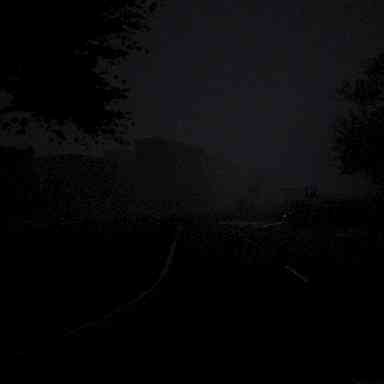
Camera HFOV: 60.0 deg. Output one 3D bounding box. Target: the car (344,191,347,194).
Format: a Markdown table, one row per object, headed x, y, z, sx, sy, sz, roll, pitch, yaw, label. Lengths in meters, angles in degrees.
| x | y | z | sx | sy | sz | roll | pitch | yaw | label |
| --- | --- | --- | --- | --- | --- | --- | --- | --- | --- |
| 35.405 | 1.100 | 83.465 | 5.008 | 1.535 | 2.097 | -1 | 0 | 36 | car |

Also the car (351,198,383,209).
| x | y | z | sx | sy | sz | roll | pitch | yaw | label |
| --- | --- | --- | --- | --- | --- | --- | --- | --- | --- |
| 25.359 | 1.611 | 47.164 | 4.674 | 1.452 | 2.002 | -1 | 0 | 36 | car |

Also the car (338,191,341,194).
| x | y | z | sx | sy | sz | roll | pitch | yaw | label |
| --- | --- | --- | --- | --- | --- | --- | --- | --- | --- |
| 32.134 | 1.250 | 78.914 | 4.674 | 1.452 | 2.002 | -1 | 0 | 36 | car |

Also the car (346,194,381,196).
| x | y | z | sx | sy | sz | roll | pitch | yaw | label |
| --- | --- | --- | --- | --- | --- | --- | --- | --- | --- |
| 23.759 | 1.500 | 44.893 | 4.553 | 1.767 | 2.185 | -1 | 0 | 36 | car |

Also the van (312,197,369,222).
| x | y | z | sx | sy | sz | roll | pitch | yaw | label |
| --- | --- | --- | --- | --- | --- | --- | --- | --- | --- |
| 13.900 | 1.739 | 31.476 | 4.442 | 1.987 | 1.878 | -1 | 0 | 36 | van |

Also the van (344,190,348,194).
| x | y | z | sx | sy | sz | roll | pitch | yaw | label |
| --- | --- | --- | --- | --- | --- | --- | --- | --- | --- |
| 36.951 | 0.820 | 85.805 | 4.442 | 1.987 | 1.878 | -1 | 0 | 36 | van |

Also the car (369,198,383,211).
| x | y | z | sx | sy | sz | roll | pitch | yaw | label |
| --- | --- | --- | --- | --- | --- | --- | --- | --- | --- |
| 18.893 | 1.822 | 38.143 | 4.792 | 1.488 | 2.163 | -1 | 0 | 36 | car |

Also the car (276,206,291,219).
| x | y | z | sx | sy | sz | roll | pitch | yaw | label |
| --- | --- | --- | --- | --- | --- | --- | --- | --- | --- |
| 10.844 | 2.136 | 35.808 | 1.895 | 1.301 | 4.718 | -1 | 1 | 37 | car |

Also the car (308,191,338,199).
| x | y | z | sx | sy | sz | roll | pitch | yaw | label |
| --- | --- | --- | --- | --- | --- | --- | --- | --- | --- |
| 28.823 | 1.068 | 74.383 | 5.566 | 2.045 | 2.435 | -1 | 0 | 36 | car |

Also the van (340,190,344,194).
| x | y | z | sx | sy | sz | roll | pitch | yaw | label |
| --- | --- | --- | --- | --- | --- | --- | --- | --- | --- |
| 33.859 | 0.927 | 81.119 | 4.442 | 1.987 | 1.878 | -1 | 0 | 36 | van |

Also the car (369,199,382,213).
| x | y | z | sx | sy | sz | roll | pitch | yaw | label |
| --- | --- | --- | --- | --- | --- | --- | --- | --- | --- |
| 17.096 | 1.849 | 36.019 | 5.366 | 1.575 | 1.946 | -1 | 0 | 36 | car |

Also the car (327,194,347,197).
| x | y | z | sx | sy | sz | roll | pitch | yaw | label |
| --- | --- | --- | --- | --- | --- | --- | --- | --- | --- |
| 23.617 | 1.602 | 53.273 | 1.837 | 1.490 | 4.892 | -1 | 0 | 36 | car |

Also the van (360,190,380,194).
| x | y | z | sx | sy | sz | roll | pitch | yaw | label |
| --- | --- | --- | --- | --- | --- | --- | --- | --- | --- |
| 30.318 | 1.179 | 53.847 | 4.442 | 1.987 | 1.878 | -1 | 0 | 36 | van |

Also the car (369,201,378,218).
| x | y | z | sx | sy | sz | roll | pitch | yaw | label |
| --- | --- | --- | --- | --- | --- | --- | --- | --- | --- |
| 15.647 | 1.935 | 33.641 | 4.792 | 1.488 | 2.163 | -1 | 0 | 36 | car |

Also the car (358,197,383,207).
| x | y | z | sx | sy | sz | roll | pitch | yaw | label |
| --- | --- | --- | --- | --- | --- | --- | --- | --- | --- |
| 28.605 | 1.502 | 51.668 | 4.674 | 1.452 | 2.002 | -1 | 0 | 36 | car |
